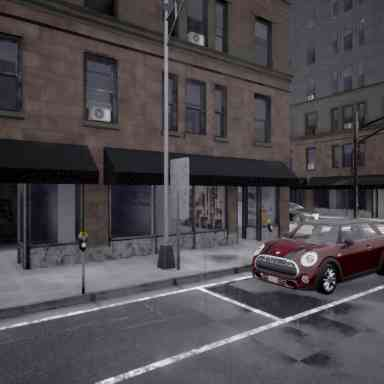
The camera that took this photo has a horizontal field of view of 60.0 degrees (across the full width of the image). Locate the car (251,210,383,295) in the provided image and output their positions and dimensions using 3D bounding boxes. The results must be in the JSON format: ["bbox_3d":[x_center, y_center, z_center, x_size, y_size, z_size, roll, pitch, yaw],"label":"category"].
[{"bbox_3d":[3.443,1.440,8.658,4.097,1.590,1.967,0,0,-36],"label":"car"}]

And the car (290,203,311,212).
[{"bbox_3d":[7.045,1.537,24.612,2.128,1.511,4.902,0,0,-35],"label":"car"}]
